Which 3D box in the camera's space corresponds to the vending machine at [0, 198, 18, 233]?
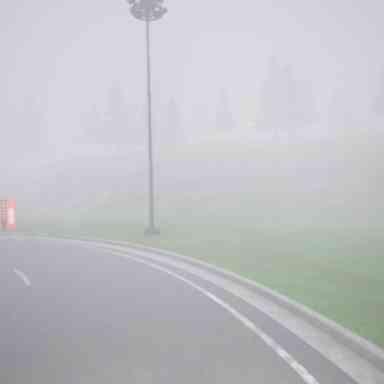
[{"bbox_3d":[-11.713,1.459,20.805,0.880,2.100,1.100,-1,0,15],"label":"vending machine"}]
